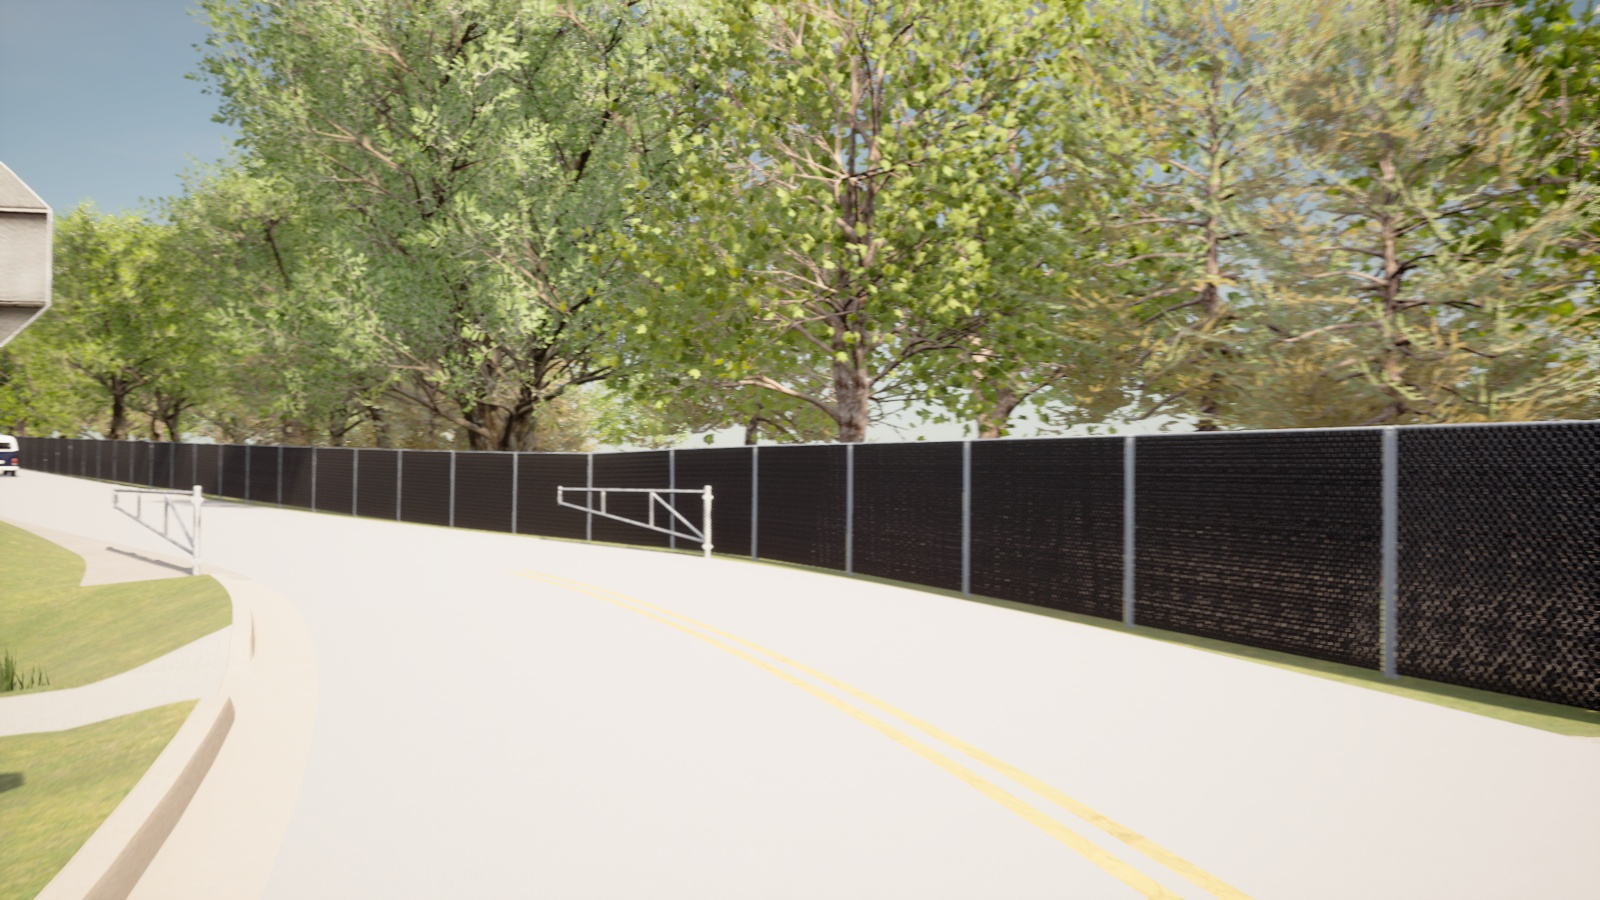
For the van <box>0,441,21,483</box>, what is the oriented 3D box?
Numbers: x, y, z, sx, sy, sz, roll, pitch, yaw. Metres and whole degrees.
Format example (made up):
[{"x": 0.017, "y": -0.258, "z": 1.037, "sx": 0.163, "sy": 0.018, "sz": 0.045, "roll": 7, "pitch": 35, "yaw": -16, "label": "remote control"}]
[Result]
[{"x": -40.660, "y": 0.562, "z": 63.023, "sx": 2.069, "sy": 2.038, "sz": 4.480, "roll": 1, "pitch": 0, "yaw": -40, "label": "van"}]
